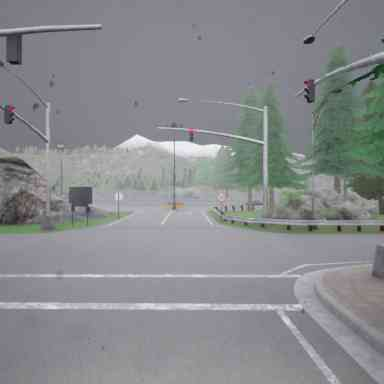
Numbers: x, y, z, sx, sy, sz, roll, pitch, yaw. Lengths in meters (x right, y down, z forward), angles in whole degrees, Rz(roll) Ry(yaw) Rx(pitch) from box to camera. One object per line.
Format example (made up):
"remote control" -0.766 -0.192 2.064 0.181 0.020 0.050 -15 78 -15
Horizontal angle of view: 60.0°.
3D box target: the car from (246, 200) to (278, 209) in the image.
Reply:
"car" 10.192 1.797 47.683 4.718 1.301 1.895 0 0 4
